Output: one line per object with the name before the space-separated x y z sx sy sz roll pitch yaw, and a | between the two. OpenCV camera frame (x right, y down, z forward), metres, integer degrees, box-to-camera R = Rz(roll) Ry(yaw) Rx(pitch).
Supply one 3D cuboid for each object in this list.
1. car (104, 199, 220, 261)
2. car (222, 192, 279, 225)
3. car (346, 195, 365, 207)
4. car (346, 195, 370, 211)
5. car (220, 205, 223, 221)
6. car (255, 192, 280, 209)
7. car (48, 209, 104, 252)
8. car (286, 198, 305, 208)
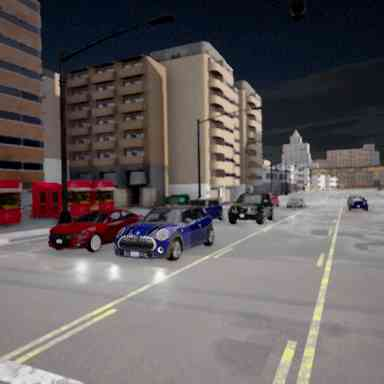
car | -0.838 1.315 12.327 2.097 1.767 4.553 -1 0 25
car | 4.268 1.107 23.364 2.150 2.045 5.566 -1 0 25
car | 22.353 1.177 45.591 2.128 1.511 4.902 -1 0 25
car | 18.032 1.249 36.136 1.812 1.442 4.674 -1 0 25
car | 0.690 1.294 23.981 2.097 1.767 4.553 -1 0 25
car | 10.132 1.084 44.219 2.150 2.045 5.566 -1 0 25
car | -3.810 1.483 14.278 1.882 1.535 5.008 -1 0 23
car | 13.434 1.408 43.003 1.895 1.301 4.718 -1 0 25
